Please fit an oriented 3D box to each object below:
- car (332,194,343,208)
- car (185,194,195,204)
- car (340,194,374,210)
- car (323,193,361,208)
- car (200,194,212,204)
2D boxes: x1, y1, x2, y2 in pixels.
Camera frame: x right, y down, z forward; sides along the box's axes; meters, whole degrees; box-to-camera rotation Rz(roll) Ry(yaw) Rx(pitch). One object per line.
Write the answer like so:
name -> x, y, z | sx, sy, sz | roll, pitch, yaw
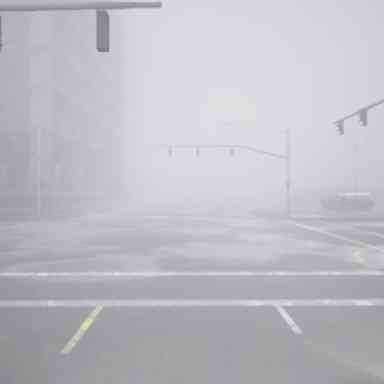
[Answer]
car -> 24.912, 1.449, 52.659 | 3.905, 1.438, 1.784 | 0, 0, 0
car -> -0.419, 1.594, 66.376 | 2.033, 1.411, 5.357 | 0, 0, 0
car -> 24.895, 1.479, 49.764 | 3.806, 1.475, 1.970 | 0, 0, 0
car -> 24.877, 1.241, 55.343 | 4.605, 1.855, 1.932 | 0, 0, 0
car -> 3.080, 1.571, 66.797 | 1.812, 1.442, 4.674 | 0, 0, 0
